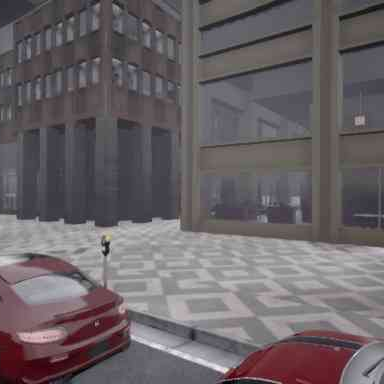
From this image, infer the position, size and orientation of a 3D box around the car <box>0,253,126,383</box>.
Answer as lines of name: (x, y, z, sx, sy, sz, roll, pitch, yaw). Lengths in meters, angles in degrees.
car: (-2.708, 1.581, 4.892, 4.206, 1.307, 1.802, 0, 0, 36)

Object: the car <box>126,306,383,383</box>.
car: (1.852, 1.439, 1.639, 4.097, 1.590, 1.967, 0, 0, 36)
